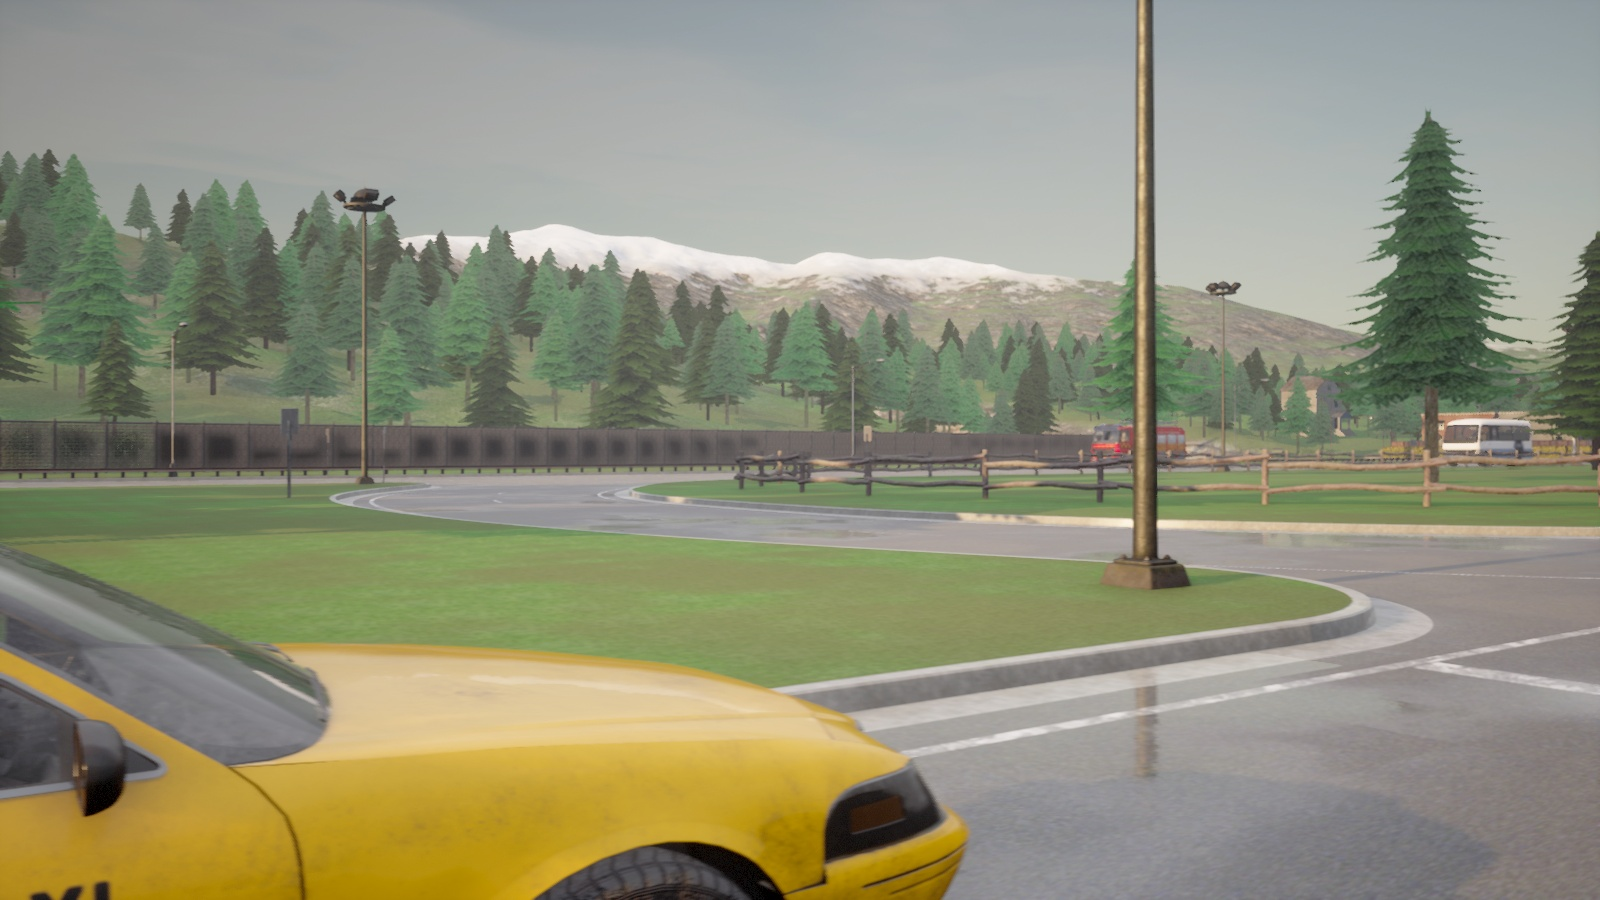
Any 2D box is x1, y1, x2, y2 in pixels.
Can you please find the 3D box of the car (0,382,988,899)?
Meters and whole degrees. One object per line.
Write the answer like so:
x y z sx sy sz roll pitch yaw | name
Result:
-2.288 0.697 2.064 5.366 1.575 1.801 0 0 -35 | car
